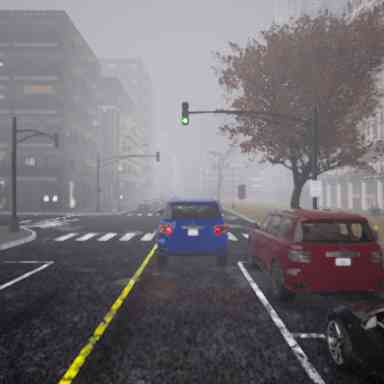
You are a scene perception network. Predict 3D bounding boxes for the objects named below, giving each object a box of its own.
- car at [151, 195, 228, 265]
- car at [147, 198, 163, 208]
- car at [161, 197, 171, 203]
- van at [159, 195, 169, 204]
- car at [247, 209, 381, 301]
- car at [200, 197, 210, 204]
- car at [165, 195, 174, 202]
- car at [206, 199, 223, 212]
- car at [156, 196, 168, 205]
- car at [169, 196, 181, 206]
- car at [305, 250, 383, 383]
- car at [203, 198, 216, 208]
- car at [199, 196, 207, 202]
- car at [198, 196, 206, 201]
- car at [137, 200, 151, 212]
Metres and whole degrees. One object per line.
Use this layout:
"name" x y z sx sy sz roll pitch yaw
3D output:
"car" -0.044 1.240 11.908 2.150 2.045 5.566 0 -1 -2
"car" -5.686 1.665 51.764 2.008 1.369 4.403 0 0 0
"car" -5.685 1.763 73.894 1.802 1.307 4.206 0 0 0
"van" -5.685 1.505 68.363 1.690 1.788 3.998 0 0 0
"car" 2.693 1.330 8.310 2.192 1.841 5.009 0 0 0
"car" 2.695 1.746 68.361 1.802 1.307 4.206 0 0 0
"car" -5.685 1.657 84.961 1.967 1.590 4.097 0 0 0
"car" 2.694 1.629 40.698 1.887 1.381 4.507 0 0 0
"car" -5.685 1.587 62.830 1.967 1.590 4.097 0 0 0
"car" -3.040 1.619 60.958 1.882 1.535 5.008 0 0 1
"car" 2.693 1.571 2.787 1.947 1.339 4.313 0 0 0
"car" 2.694 1.640 51.934 1.752 1.417 4.829 0 0 0
"car" 2.695 1.724 79.597 1.752 1.417 4.829 0 0 0
"car" 2.696 1.781 90.492 1.887 1.381 4.507 0 0 0
"car" -5.686 1.635 40.698 2.008 1.369 4.403 0 0 0
